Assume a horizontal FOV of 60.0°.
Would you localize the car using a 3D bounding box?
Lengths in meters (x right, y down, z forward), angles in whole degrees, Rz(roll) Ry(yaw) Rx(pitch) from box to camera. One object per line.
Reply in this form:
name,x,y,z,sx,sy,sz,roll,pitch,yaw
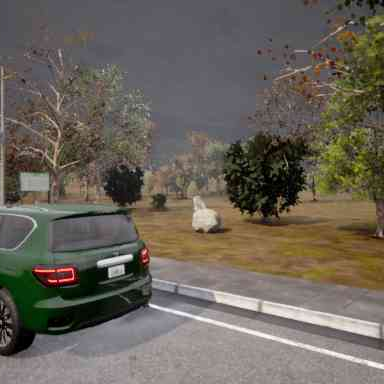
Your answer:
car,-3.265,1.221,6.299,5.566,2.045,2.150,0,0,35
